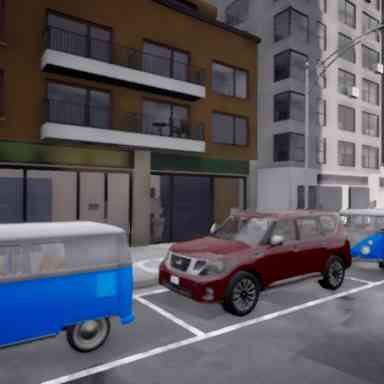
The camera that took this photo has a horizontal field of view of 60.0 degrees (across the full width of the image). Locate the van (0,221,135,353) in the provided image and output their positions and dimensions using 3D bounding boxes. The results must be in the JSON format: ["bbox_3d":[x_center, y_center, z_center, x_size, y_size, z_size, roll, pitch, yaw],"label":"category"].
[{"bbox_3d":[-2.777,1.343,4.554,3.998,1.788,1.690,1,0,-36],"label":"van"}]

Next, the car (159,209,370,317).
[{"bbox_3d":[1.722,1.368,7.763,5.009,1.841,2.192,1,0,-35],"label":"car"}]

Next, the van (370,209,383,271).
[{"bbox_3d":[6.221,1.445,10.969,3.998,1.788,1.690,1,0,-35],"label":"van"}]
